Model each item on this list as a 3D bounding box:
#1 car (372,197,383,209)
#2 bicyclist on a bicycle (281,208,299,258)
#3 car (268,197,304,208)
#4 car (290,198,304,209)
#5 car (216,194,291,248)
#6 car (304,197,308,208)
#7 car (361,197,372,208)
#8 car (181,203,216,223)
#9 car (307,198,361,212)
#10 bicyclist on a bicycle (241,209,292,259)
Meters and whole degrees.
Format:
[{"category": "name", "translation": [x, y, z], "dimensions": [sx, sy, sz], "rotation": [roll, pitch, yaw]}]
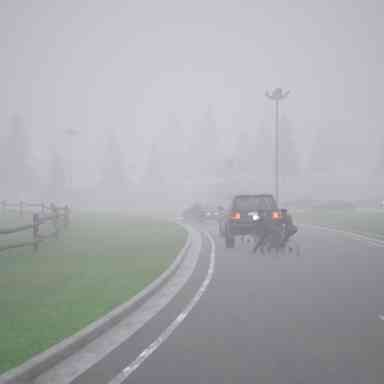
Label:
[{"category": "car", "translation": [26.778, 1.351, 43.600], "dimensions": [4.553, 1.767, 2.097], "rotation": [0, 0, 3]}, {"category": "bicyclist on a bicycle", "translation": [3.211, 1.415, 11.778], "dimensions": [0.582, 1.620, 1.656], "rotation": [0, 17, -38]}, {"category": "car", "translation": [13.424, 1.525, 47.651], "dimensions": [4.674, 1.442, 1.812], "rotation": [0, 0, 2]}, {"category": "car", "translation": [14.383, 1.477, 44.108], "dimensions": [5.008, 1.535, 1.882], "rotation": [0, 0, 2]}, {"category": "car", "translation": [2.450, 1.167, 14.902], "dimensions": [2.150, 2.045, 5.566], "rotation": [-1, -3, 1]}, {"category": "car", "translation": [16.964, 1.548, 40.502], "dimensions": [5.357, 1.411, 2.033], "rotation": [0, 0, 2]}, {"category": "car", "translation": [25.563, 1.478, 47.148], "dimensions": [5.008, 1.535, 1.882], "rotation": [0, 0, 2]}, {"category": "car", "translation": [0.814, 1.547, 25.378], "dimensions": [2.033, 1.411, 5.357], "rotation": [0, 0, -20]}, {"category": "car", "translation": [15.750, 1.526, 37.051], "dimensions": [4.674, 1.442, 1.812], "rotation": [0, 0, 2]}, {"category": "bicyclist on a bicycle", "translation": [2.415, 1.440, 11.669], "dimensions": [0.582, 1.620, 1.656], "rotation": [0, 12, -40]}]
